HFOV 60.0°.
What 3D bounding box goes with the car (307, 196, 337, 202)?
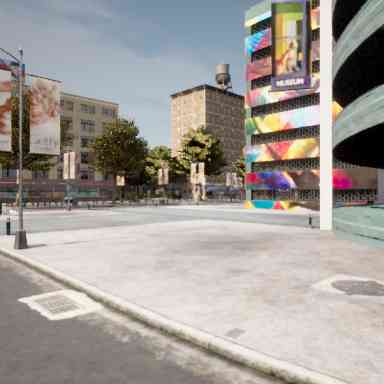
[{"bbox_3d":[14.974,1.330,39.723,4.674,1.452,2.002,0,0,-44],"label":"car"}]
